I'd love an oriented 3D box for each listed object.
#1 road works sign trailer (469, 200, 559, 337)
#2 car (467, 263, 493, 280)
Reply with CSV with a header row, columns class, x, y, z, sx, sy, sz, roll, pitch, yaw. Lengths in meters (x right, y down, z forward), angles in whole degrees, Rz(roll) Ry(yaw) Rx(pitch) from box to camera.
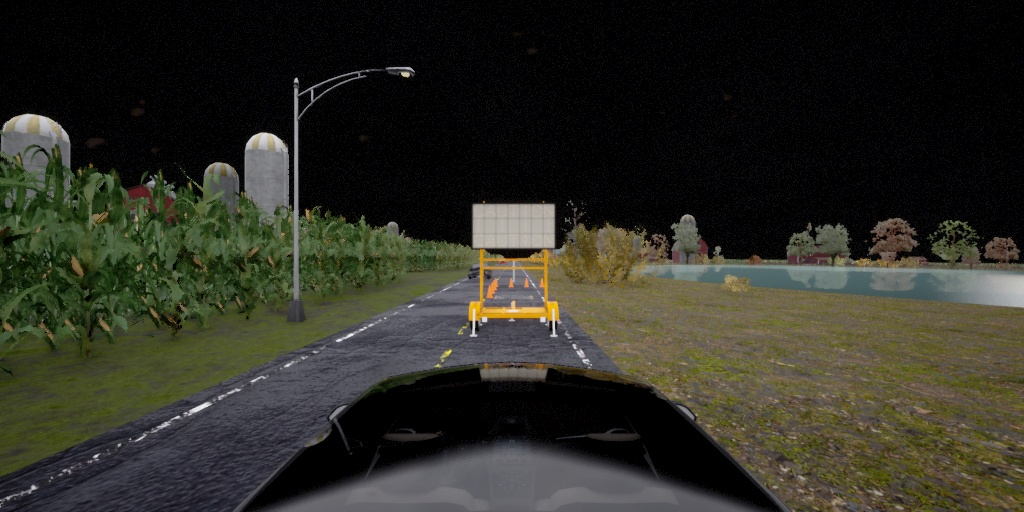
class,x,y,z,sx,sy,sz,roll,pitch,yaw
road works sign trailer,0.051,0.217,10.295,2.380,3.560,2.880,0,0,0
car,-2.690,1.324,31.363,2.033,1.411,5.357,0,0,0
